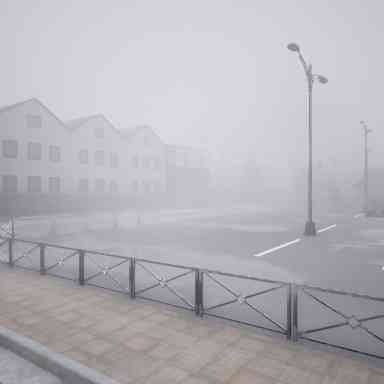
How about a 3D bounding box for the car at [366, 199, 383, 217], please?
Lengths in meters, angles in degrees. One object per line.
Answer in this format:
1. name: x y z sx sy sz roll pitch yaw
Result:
1. car: 15.327 1.298 26.875 2.007 1.523 4.514 0 0 35
